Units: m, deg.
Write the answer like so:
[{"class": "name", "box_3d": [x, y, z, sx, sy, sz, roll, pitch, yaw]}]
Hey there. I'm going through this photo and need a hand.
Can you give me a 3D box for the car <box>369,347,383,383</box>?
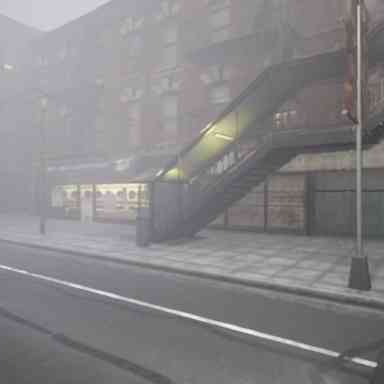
[{"class": "car", "box_3d": [3.678, 1.542, 1.369, 5.357, 1.411, 2.033, 0, 0, 35]}]
